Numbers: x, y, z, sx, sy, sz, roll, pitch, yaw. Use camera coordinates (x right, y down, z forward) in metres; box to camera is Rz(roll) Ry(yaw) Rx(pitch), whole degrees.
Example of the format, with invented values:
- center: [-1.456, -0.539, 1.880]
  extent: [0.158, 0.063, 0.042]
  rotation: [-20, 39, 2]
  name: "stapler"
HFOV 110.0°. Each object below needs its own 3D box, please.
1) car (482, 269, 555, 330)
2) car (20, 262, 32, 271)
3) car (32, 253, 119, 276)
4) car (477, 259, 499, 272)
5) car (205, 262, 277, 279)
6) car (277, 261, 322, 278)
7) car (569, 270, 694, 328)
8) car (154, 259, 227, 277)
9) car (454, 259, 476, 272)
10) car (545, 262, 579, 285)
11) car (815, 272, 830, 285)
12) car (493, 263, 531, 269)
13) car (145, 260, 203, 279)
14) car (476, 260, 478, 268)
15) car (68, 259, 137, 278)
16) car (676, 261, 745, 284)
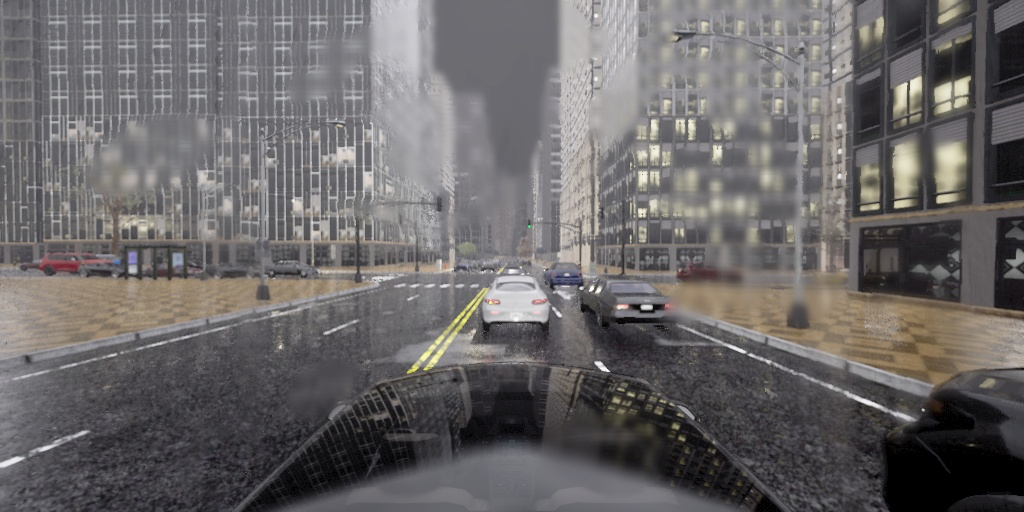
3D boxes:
- center: [0.103, 1.310, 11.180]
  extent: [1.812, 1.442, 4.674]
  rotation: [0, 0, 0]
  name: "car"
- center: [-50.950, 0.947, 39.170]
  extent: [4.207, 1.307, 1.802]
  rotation: [0, 0, 1]
  name: "car"
- center: [-40.023, 0.757, 33.149]
  extent: [5.566, 2.045, 2.150]
  rotation: [1, 1, 1]
  name: "car"
- center: [-3.316, 1.464, 51.034]
  extent: [2.033, 1.411, 5.357]
  rotation: [0, 0, 0]
  name: "car"
- center: [-22.717, 1.290, 30.070]
  extent: [4.313, 1.339, 1.948]
  rotation: [0, 0, 1]
  name: "car"
- center: [-20.012, 1.207, 32.725]
  extent: [4.902, 1.511, 2.128]
  rotation: [1, 1, 1]
  name: "car"
- center: [3.355, 1.333, 11.431]
  extent: [2.033, 1.411, 5.357]
  rotation: [0, 0, 0]
  name: "car"
- center: [-29.423, 1.109, 32.923]
  extent: [5.008, 1.535, 1.882]
  rotation: [1, 1, 1]
  name: "car"
- center: [-6.599, 1.263, 49.051]
  extent: [2.097, 1.767, 4.553]
  rotation: [0, 0, 1]
  name: "car"
- center: [3.354, 1.197, 23.957]
  extent: [2.097, 1.767, 4.553]
  rotation: [0, -1, 0]
  name: "car"
- center: [27.656, 1.692, 29.317]
  extent: [4.829, 1.417, 1.751]
  rotation: [0, 0, 1]
  name: "car"
- center: [0.111, 1.370, 22.122]
  extent: [2.033, 1.411, 5.357]
  rotation: [0, 0, 0]
  name: "car"
- center: [-28.401, 1.255, 30.207]
  extent: [4.207, 1.307, 1.802]
  rotation: [0, 0, 1]
  name: "car"
- center: [-6.556, 1.443, 58.148]
  extent: [1.837, 1.490, 4.892]
  rotation: [0, 0, 0]
  name: "car"
- center: [-34.081, 1.187, 30.384]
  extent: [4.313, 1.339, 1.948]
  rotation: [0, 0, 1]
  name: "car"
- center: [16.208, 1.383, 29.520]
  extent: [5.009, 1.841, 2.192]
  rotation: [0, 0, 1]
  name: "car"
